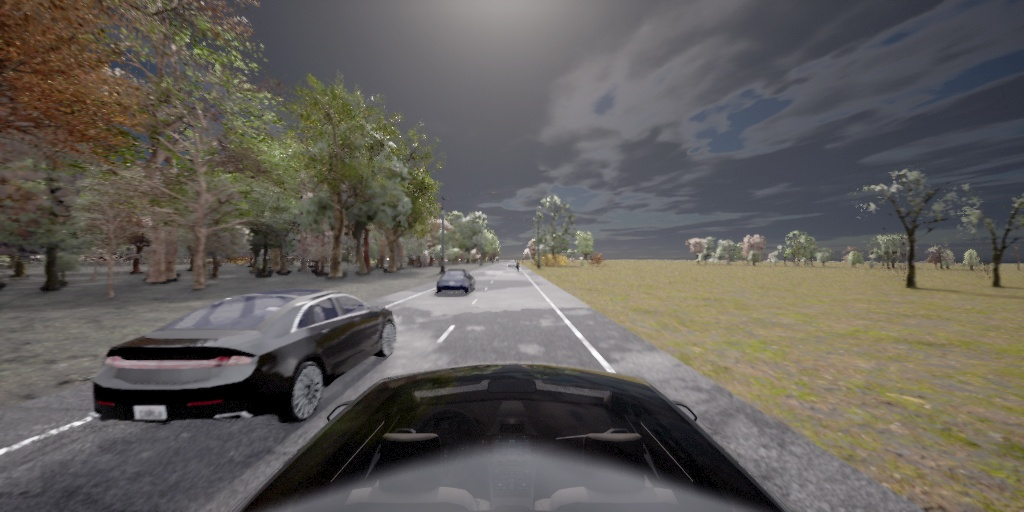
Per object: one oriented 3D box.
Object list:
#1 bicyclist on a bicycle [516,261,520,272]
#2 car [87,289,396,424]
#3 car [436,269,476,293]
[{"bbox_3d":[0.979,1.694,55.858,0.582,1.620,1.656,0,-1,0],"label":"bicyclist on a bicycle"},{"bbox_3d":[-3.396,1.279,5.794,2.128,1.511,4.902,0,-1,0],"label":"car"},{"bbox_3d":[-3.396,1.501,22.303,1.994,1.385,4.181,0,-1,0],"label":"car"}]
